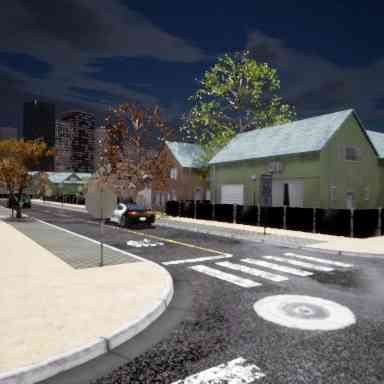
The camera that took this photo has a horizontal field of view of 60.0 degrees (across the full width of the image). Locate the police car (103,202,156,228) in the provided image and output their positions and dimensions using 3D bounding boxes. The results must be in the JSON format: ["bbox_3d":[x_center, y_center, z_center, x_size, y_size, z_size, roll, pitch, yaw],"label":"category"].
[{"bbox_3d":[-4.413,1.480,22.416,2.038,1.542,4.974,1,0,-35],"label":"police car"}]

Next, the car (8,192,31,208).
[{"bbox_3d":[-22.749,1.076,43.827,2.150,2.045,5.566,1,0,-35],"label":"car"}]
